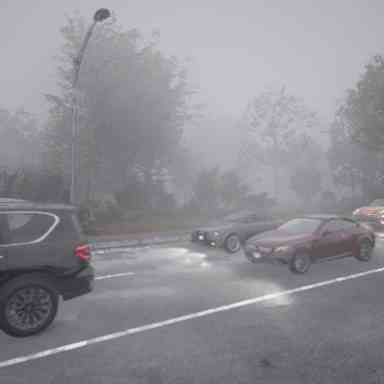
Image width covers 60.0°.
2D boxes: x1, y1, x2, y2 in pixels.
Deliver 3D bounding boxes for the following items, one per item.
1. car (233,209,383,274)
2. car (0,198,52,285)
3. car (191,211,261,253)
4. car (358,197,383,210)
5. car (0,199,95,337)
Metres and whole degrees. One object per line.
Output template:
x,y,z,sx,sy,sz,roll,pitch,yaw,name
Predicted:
3.788,1.443,10.351,4.674,1.442,1.812,-1,1,-31,car
-6.502,1.179,7.815,5.566,2.045,2.150,1,0,-37,car
2.031,1.475,13.378,4.181,1.385,1.994,-1,1,-32,car
10.994,1.020,18.288,4.553,1.767,2.097,-2,1,-26,car
-4.341,1.192,5.056,5.566,2.045,2.150,1,0,-36,car
